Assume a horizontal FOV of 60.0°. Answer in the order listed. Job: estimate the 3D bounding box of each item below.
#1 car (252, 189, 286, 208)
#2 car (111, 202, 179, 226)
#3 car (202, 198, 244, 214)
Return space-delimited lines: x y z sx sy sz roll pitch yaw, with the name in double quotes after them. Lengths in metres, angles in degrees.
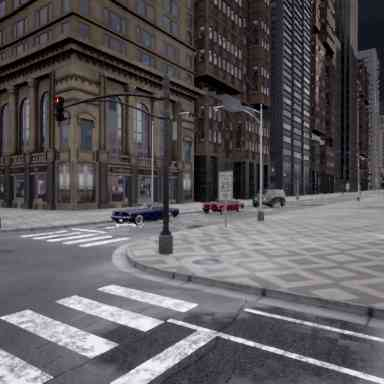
8.982 0.696 38.359 2.150 2.045 5.566 0 1 36 "car"
-2.960 1.351 21.619 1.895 1.301 4.718 0 1 36 "car"
2.842 1.217 29.753 1.895 1.301 4.718 0 1 35 "car"
